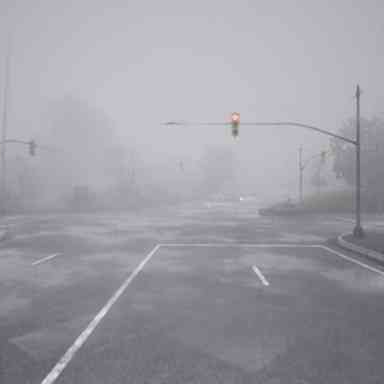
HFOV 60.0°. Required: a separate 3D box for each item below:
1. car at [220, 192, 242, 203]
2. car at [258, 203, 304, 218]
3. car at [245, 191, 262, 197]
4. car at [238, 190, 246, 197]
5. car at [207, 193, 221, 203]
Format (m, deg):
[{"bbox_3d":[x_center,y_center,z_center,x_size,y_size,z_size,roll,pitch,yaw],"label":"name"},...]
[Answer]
[{"bbox_3d":[7.514,1.329,63.097,1.895,1.301,4.718,0,2,24],"label":"car"},{"bbox_3d":[8.536,1.749,31.956,4.181,1.385,1.994,0,0,3],"label":"car"},{"bbox_3d":[14.622,0.488,76.653,1.895,1.301,4.718,0,3,30],"label":"car"},{"bbox_3d":[11.725,0.390,78.624,1.837,1.490,4.892,0,3,30],"label":"car"},{"bbox_3d":[4.493,1.070,64.880,2.097,1.767,4.553,0,2,24],"label":"car"}]
